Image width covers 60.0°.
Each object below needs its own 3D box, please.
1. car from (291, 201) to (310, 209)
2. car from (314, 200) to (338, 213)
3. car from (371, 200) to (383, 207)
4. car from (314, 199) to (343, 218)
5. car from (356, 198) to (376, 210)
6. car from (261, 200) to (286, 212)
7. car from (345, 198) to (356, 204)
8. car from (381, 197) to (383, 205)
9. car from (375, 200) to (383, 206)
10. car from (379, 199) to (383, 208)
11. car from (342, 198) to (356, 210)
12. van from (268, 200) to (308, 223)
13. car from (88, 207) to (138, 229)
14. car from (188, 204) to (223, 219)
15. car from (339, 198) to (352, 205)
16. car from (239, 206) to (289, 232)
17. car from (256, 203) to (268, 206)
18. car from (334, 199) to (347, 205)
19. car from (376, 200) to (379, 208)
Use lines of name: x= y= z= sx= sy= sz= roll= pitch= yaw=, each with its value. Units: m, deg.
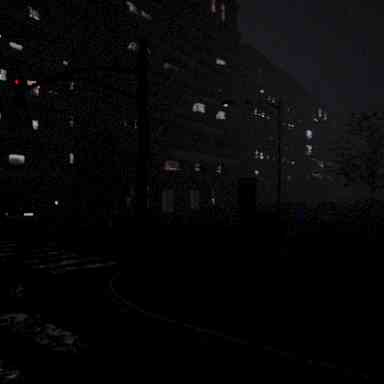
car: x=17.802 y=2.093 z=54.550 sx=1.802 sy=1.307 sz=4.206 roll=0 pitch=0 yaw=36
car: x=18.548 y=1.993 z=45.811 sx=1.882 sy=1.535 sz=5.008 roll=1 pitch=0 yaw=36
car: x=37.699 y=2.310 z=67.352 sx=1.887 sy=1.381 sz=4.507 roll=0 pitch=0 yaw=36
car: x=14.662 y=1.900 z=36.216 sx=1.967 sy=1.590 sz=4.097 roll=0 pitch=0 yaw=36
car: x=27.827 y=1.951 z=54.009 sx=2.192 sy=1.841 sz=5.009 roll=0 pitch=0 yaw=37
car: x=11.221 y=1.864 z=45.655 sx=1.967 sy=1.590 sz=4.097 roll=0 pitch=0 yaw=36
car: x=40.739 y=2.335 z=85.551 sx=1.752 sy=1.417 sz=4.829 roll=0 pitch=0 yaw=37
car: x=47.574 y=2.207 z=80.698 sx=2.192 sy=1.841 sz=5.009 roll=0 pitch=0 yaw=36
car: x=40.990 y=2.358 z=71.801 sx=2.008 sy=1.369 sz=4.403 roll=0 pitch=0 yaw=37
car: x=34.408 y=2.162 z=62.905 sx=1.967 sy=1.590 sz=4.097 roll=0 pitch=0 yaw=37
car: x=24.530 y=2.142 z=53.919 sx=2.033 sy=1.411 sz=5.357 roll=1 pitch=0 yaw=37
van: x=8.080 y=1.712 z=27.320 sx=1.690 sy=1.788 sz=3.998 roll=0 pitch=0 yaw=37
car: x=-5.235 y=1.750 z=23.413 sx=2.008 sy=1.369 sz=4.403 roll=0 pitch=0 yaw=37
car: x=1.347 y=1.834 z=32.309 sx=1.887 sy=1.381 sz=4.507 roll=0 pitch=0 yaw=36
car: x=37.550 y=2.209 z=81.240 sx=1.967 sy=1.590 sz=4.097 roll=0 pitch=0 yaw=37
car: x=4.788 y=1.891 z=22.870 sx=1.947 sy=1.339 sz=4.313 roll=0 pitch=0 yaw=37
car: x=7.929 y=1.961 z=41.206 sx=1.802 sy=1.307 sz=4.206 roll=0 pitch=0 yaw=37
car: x=34.258 y=2.292 z=76.791 sx=1.947 sy=1.339 sz=4.313 roll=0 pitch=0 yaw=36
car: x=31.116 y=2.261 z=58.455 sx=1.802 sy=1.307 sz=4.206 roll=0 pitch=0 yaw=36
